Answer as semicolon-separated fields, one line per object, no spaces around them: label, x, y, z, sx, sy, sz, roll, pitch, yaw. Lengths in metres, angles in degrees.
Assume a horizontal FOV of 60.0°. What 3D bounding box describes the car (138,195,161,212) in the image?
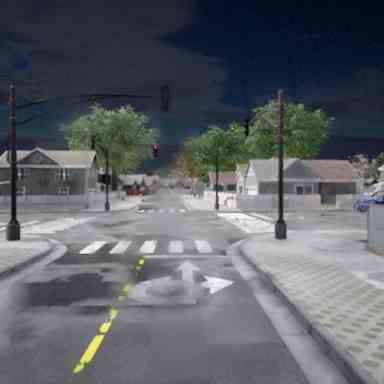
car;-4.327;1.244;33.413;1.895;1.301;4.718;0;1;-4

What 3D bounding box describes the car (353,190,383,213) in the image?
car;17.015;0.842;28.823;5.566;2.045;2.150;0;0;-3

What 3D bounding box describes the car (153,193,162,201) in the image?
car;-6.405;0.907;61.179;1.895;1.301;4.718;0;1;-4
